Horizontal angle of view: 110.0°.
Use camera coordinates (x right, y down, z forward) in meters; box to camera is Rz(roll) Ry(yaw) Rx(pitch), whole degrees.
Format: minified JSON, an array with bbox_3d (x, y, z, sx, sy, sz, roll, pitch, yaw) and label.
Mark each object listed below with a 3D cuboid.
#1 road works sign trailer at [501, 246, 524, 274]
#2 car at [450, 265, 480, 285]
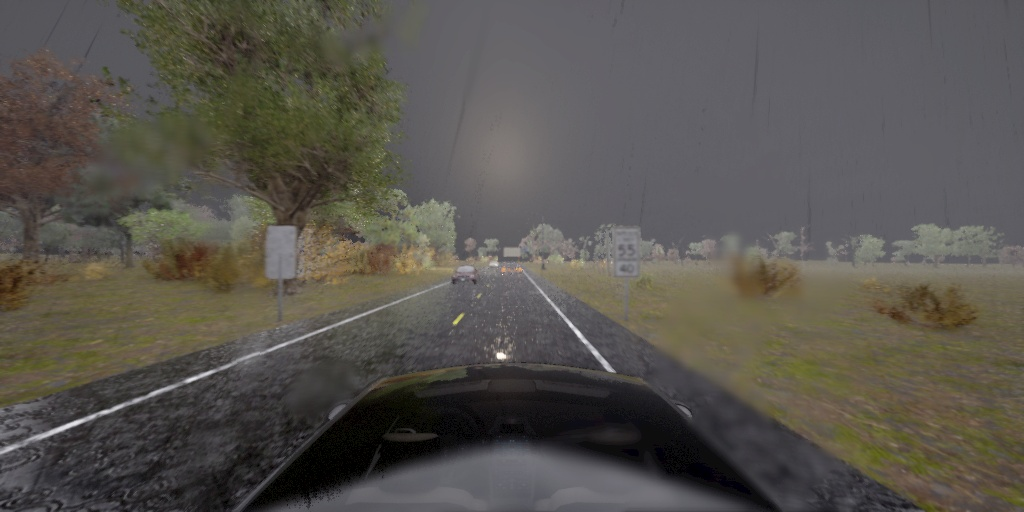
[{"bbox_3d":[0.017,0.521,46.079,2.380,3.560,2.880,0,0,0],"label":"road works sign trailer"},{"bbox_3d":[-3.579,1.458,28.496,1.812,1.442,4.674,0,0,0],"label":"car"}]
